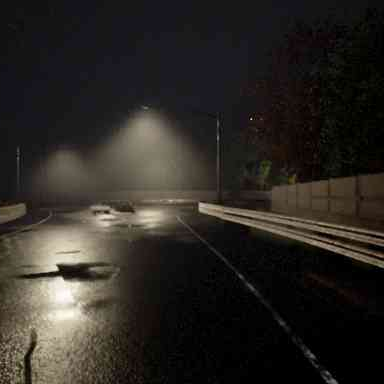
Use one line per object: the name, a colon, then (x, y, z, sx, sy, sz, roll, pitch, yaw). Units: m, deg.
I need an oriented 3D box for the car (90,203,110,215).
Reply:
car: (-11.001, 1.995, 39.625, 1.895, 1.301, 4.718, 0, -1, -22)

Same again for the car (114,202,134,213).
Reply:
car: (-8.917, 1.987, 43.545, 1.994, 1.385, 4.181, 0, -1, -23)

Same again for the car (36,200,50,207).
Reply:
car: (-28.564, 2.192, 63.803, 1.812, 1.442, 4.674, 0, -1, -36)
